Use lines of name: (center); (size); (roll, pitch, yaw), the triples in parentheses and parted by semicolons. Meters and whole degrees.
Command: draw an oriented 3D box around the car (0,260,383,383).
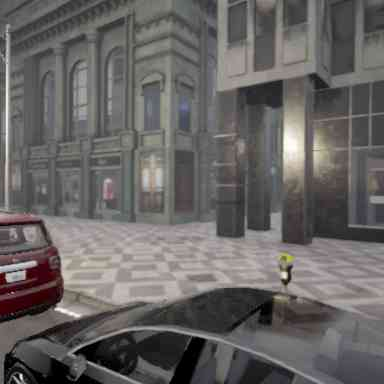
car: (0.150, 1.556, 2.853); (4.313, 1.339, 1.947); (0, 0, 36)

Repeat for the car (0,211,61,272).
car: (-4.438, 1.268, 6.125); (5.009, 1.841, 2.192); (0, 0, 36)
